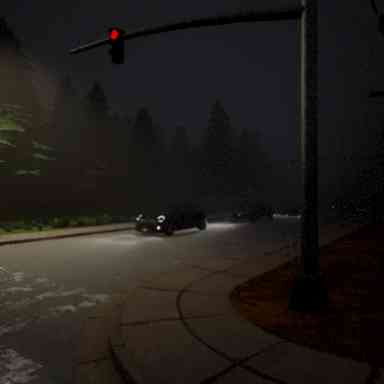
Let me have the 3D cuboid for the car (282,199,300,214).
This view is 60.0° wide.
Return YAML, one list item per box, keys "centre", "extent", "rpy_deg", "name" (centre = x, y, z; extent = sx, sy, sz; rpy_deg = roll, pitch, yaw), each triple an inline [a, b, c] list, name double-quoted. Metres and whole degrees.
- centre: [11.276, 1.493, 35.604]
  extent: [1.882, 1.535, 5.008]
  rpy_deg: [0, 0, 37]
  name: "car"

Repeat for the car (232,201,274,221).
- centre: [5.058, 1.507, 27.252]
  extent: [2.128, 1.511, 4.902]
  rpy_deg: [0, 0, 37]
  name: "car"

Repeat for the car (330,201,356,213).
- centre: [16.893, 1.620, 36.997]
  extent: [1.895, 1.301, 4.718]
  rpy_deg: [0, 0, 37]
  name: "car"

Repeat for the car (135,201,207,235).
- centre: [-1.104, 1.368, 18.950]
  extent: [2.097, 1.767, 4.553]
  rpy_deg: [0, 0, 37]
  name: "car"
